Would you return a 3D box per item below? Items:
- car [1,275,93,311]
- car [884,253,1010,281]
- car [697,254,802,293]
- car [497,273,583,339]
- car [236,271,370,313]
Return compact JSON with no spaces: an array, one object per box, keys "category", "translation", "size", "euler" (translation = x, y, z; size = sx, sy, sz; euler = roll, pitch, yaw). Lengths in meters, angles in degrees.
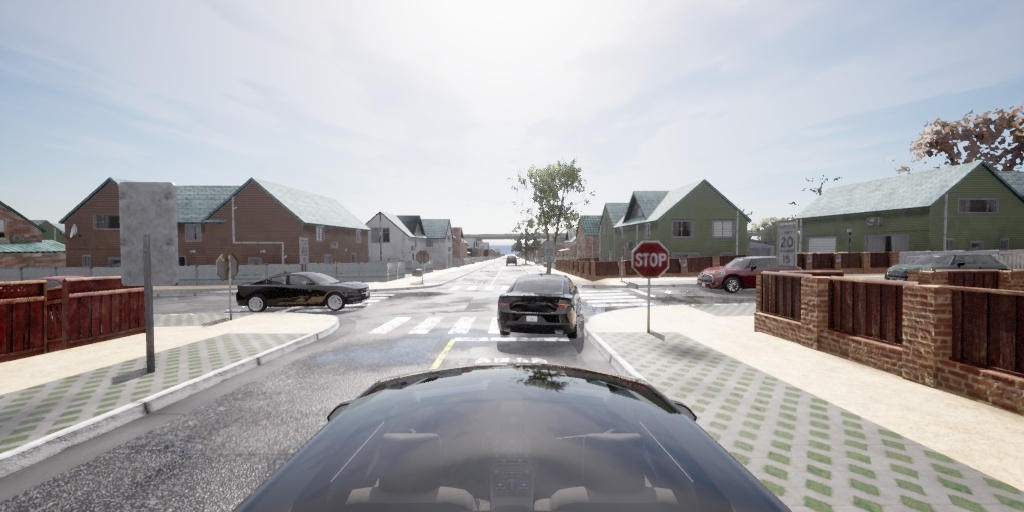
[{"category":"car","translation":[-18.036,1.546,14.712],"size":[5.008,1.535,1.882],"euler":[-1,2,0]},{"category":"car","translation":[21.683,0.645,17.976],"size":[4.553,1.767,2.097],"euler":[-1,2,0]},{"category":"car","translation":[11.788,0.820,17.893],"size":[4.553,1.767,2.097],"euler":[-1,2,0]},{"category":"car","translation":[0.948,1.224,10.270],"size":[1.882,1.535,5.008],"euler":[0,0,12]},{"category":"car","translation":[-8.484,1.376,14.786],"size":[5.008,1.535,1.882],"euler":[-1,2,0]}]
